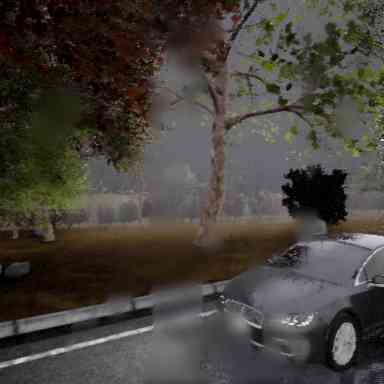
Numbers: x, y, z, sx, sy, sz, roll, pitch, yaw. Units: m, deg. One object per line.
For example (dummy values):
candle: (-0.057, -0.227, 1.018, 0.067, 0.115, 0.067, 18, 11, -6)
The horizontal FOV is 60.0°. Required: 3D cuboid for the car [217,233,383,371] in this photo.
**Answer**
car: (2.651, 1.538, 5.800, 4.892, 1.490, 1.837, 1, 0, -35)
